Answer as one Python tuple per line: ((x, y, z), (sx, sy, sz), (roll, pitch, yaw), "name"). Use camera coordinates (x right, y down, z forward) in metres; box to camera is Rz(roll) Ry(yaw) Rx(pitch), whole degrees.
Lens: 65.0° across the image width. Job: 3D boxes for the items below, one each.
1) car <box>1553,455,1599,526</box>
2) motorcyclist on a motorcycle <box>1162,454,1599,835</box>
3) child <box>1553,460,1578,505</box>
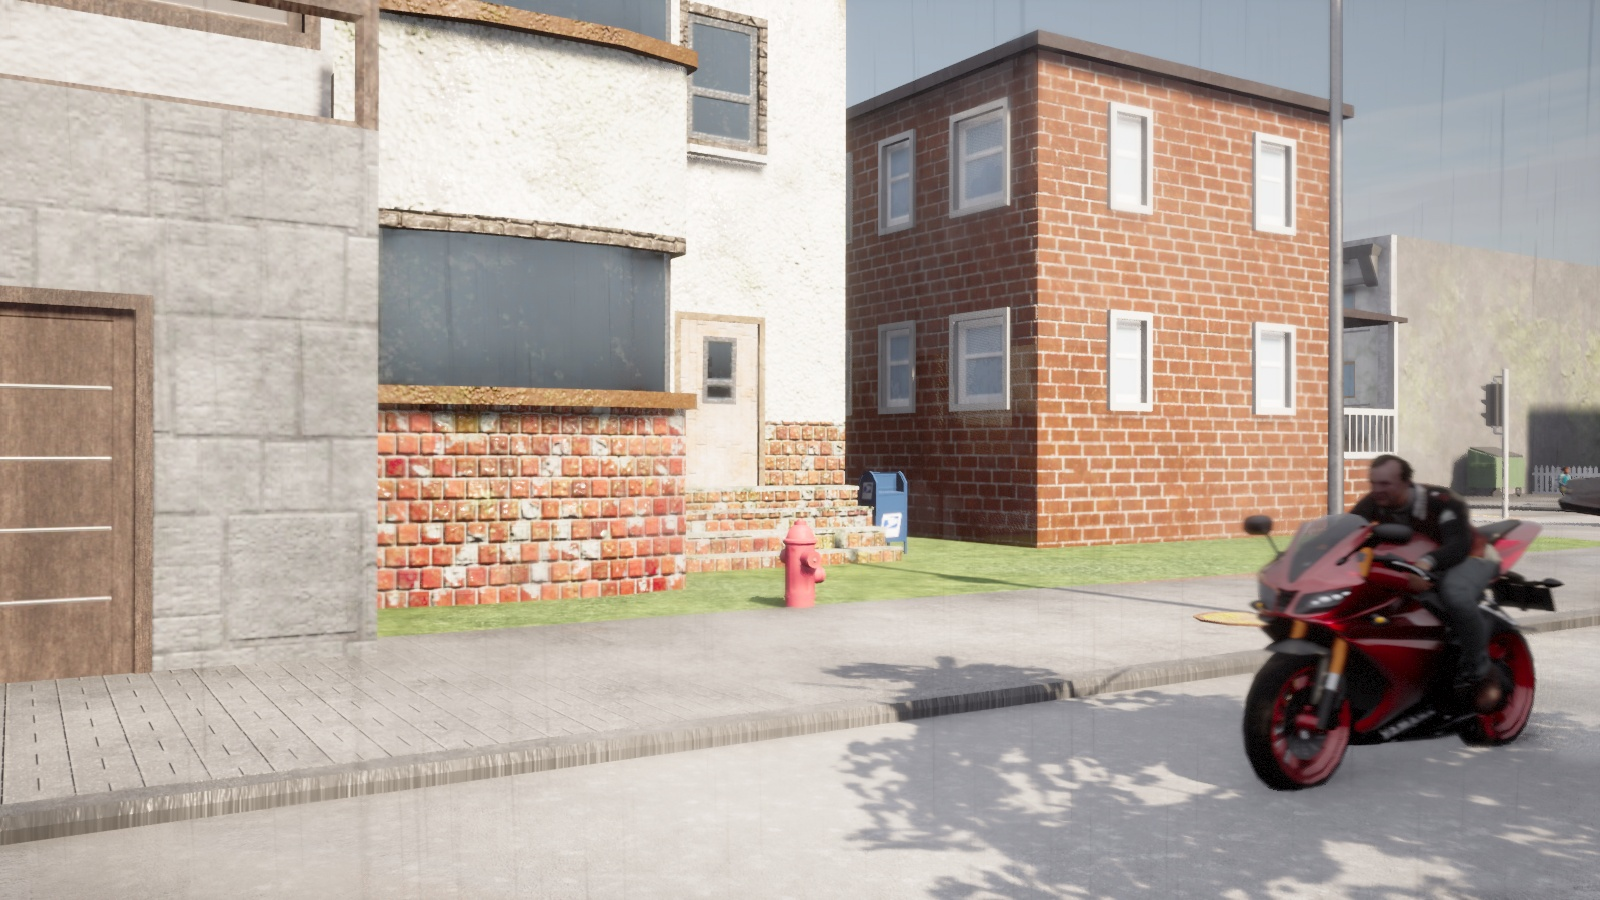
((17.913, 0.814, 24.342), (2.033, 1.411, 5.357), (0, 0, -32), "car")
((2.835, 0.789, 6.016), (2.191, 1.530, 0.866), (0, 0, -32), "motorcyclist on a motorcycle")
((20.568, 0.873, 33.741), (0.343, 1.192, 0.448), (0, 0, -14), "child")
